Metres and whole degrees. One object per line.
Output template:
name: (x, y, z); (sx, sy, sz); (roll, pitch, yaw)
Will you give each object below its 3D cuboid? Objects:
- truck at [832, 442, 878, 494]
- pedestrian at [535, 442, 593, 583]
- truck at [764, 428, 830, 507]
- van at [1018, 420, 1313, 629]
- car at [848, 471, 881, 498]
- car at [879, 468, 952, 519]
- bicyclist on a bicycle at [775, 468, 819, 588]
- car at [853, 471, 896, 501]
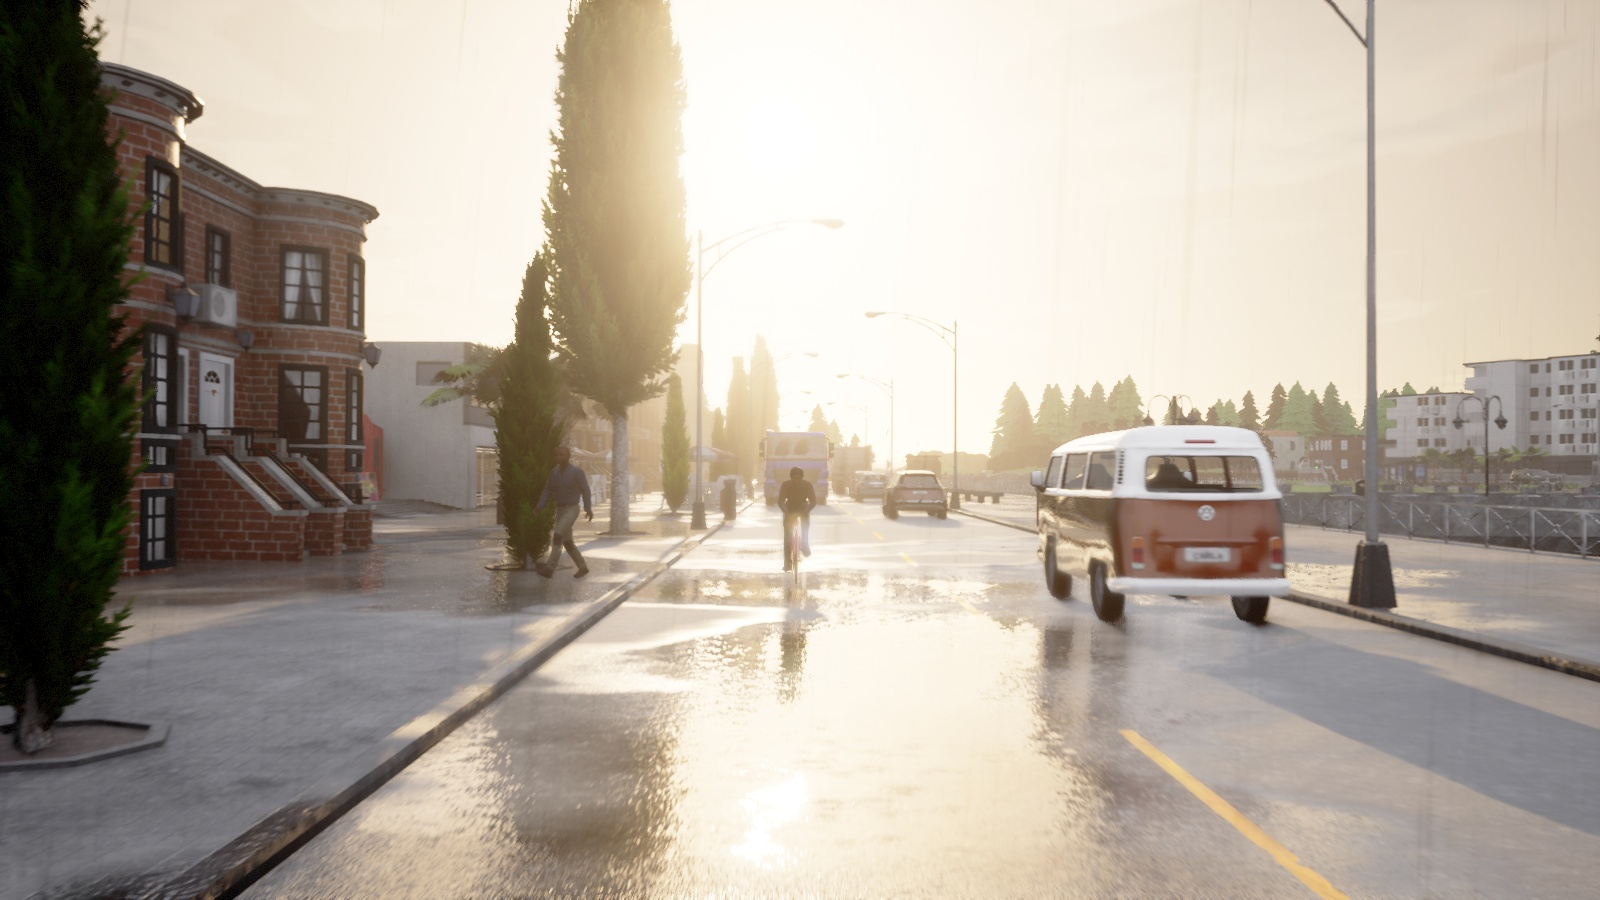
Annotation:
truck: (3.769, 1.288, 87.840); (2.891, 3.462, 7.936); (0, -1, 0)
pedestrian: (-3.140, 0.817, 16.715); (0.370, 1.835, 0.726); (-1, -1, 31)
truck: (-0.158, 0.829, 59.485); (2.891, 3.462, 7.936); (0, -1, 0)
van: (3.960, 0.765, 14.514); (2.069, 2.038, 4.480); (0, -1, 0)
car: (3.806, 2.030, 74.813); (1.789, 1.549, 3.705); (0, -1, 0)
car: (3.888, 1.451, 43.111); (2.033, 1.649, 4.856); (0, -1, 0)
bicyclist on a bicycle: (-0.042, 1.066, 17.804); (0.582, 1.620, 1.656); (0, -1, 0)
car: (3.832, 1.851, 64.898); (1.970, 1.475, 3.806); (0, -1, 0)
